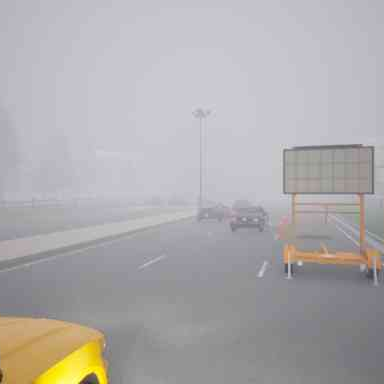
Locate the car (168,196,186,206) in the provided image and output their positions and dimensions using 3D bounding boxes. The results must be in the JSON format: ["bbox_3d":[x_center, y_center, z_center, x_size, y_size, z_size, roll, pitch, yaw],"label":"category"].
[{"bbox_3d":[-2.331,1.502,53.241,1.837,1.490,4.892,0,0,16],"label":"car"}]

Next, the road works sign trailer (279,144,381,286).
[{"bbox_3d":[3.875,0.464,9.611,2.380,3.560,2.880,0,0,17],"label":"road works sign trailer"}]

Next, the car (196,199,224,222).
[{"bbox_3d":[1.731,1.525,26.031,1.812,1.442,4.674,0,0,18],"label":"car"}]

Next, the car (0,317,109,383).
[{"bbox_3d":[-2.221,1.477,1.338,1.882,1.535,5.008,0,0,17],"label":"car"}]

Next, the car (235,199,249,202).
[{"bbox_3d":[5.994,1.546,39.975,2.033,1.411,5.357,0,0,16],"label":"car"}]

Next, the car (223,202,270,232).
[{"bbox_3d":[3.603,1.546,20.257,2.033,1.411,5.357,0,0,18],"label":"car"}]

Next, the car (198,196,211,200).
[{"bbox_3d":[2.081,1.489,55.954,2.128,1.511,4.902,0,0,16],"label":"car"}]

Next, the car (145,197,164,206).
[{"bbox_3d":[-5.976,1.489,53.221,2.128,1.511,4.902,0,0,16],"label":"car"}]
